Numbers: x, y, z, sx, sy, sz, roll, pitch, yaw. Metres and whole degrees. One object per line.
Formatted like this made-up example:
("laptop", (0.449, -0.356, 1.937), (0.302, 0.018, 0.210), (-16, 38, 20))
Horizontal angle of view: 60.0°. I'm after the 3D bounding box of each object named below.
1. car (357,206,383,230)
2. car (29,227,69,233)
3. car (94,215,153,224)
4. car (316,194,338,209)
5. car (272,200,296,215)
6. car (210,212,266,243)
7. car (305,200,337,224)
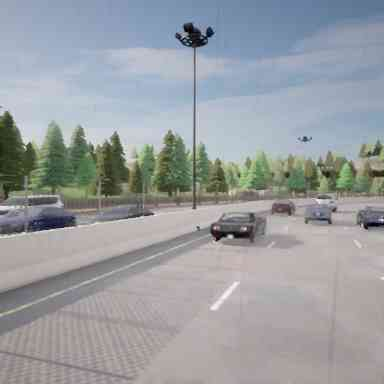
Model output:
("car", (11.826, 1.603, 21.338), (1.994, 1.385, 4.181), (0, 0, 21))
("car", (-8.343, 1.530, 18.101), (1.812, 1.442, 4.674), (0, 0, 21))
("car", (-3.992, 1.518, 19.681), (1.837, 1.490, 4.892), (0, 0, 21))
("car", (15.865, 1.284, 39.280), (2.150, 2.045, 5.566), (0, 0, 27))
("car", (9.476, 1.525, 34.192), (1.882, 1.535, 5.008), (0, 0, 24))
("car", (2.462, 1.620, 16.421), (1.895, 1.301, 4.718), (0, 0, 21))
("car", (9.557, 1.586, 25.182), (2.033, 1.411, 5.357), (0, 0, 21))
